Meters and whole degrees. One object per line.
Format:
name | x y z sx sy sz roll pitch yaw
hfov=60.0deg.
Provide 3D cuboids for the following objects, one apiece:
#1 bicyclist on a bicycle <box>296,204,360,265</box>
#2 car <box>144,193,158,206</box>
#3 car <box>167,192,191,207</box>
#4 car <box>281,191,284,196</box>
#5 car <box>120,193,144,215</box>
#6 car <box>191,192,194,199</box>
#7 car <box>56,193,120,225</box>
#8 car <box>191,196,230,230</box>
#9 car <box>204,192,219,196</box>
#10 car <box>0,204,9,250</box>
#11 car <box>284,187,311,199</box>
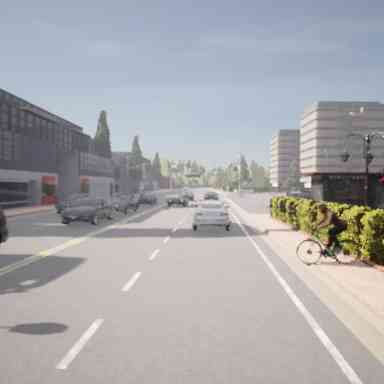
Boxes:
bicyclist on a bicycle | 3.595 1.134 8.777 1.656 1.620 0.582 0 1 4
car | -5.012 0.816 36.267 1.895 1.301 4.718 1 1 4
car | -1.465 0.861 35.569 1.895 1.301 4.718 1 1 4
car | 17.448 0.168 55.823 4.605 1.855 1.932 1 1 2
car | -5.566 0.916 26.332 2.128 1.511 4.902 1 1 3
car | -0.707 0.596 48.900 1.895 1.301 4.718 1 1 4
car | -6.045 1.048 19.725 1.837 1.490 4.892 1 1 3
car | 1.057 1.165 18.029 1.812 1.442 4.674 1 1 3
car | 2.481 0.675 42.739 1.812 1.442 4.674 1 1 3
car | -6.736 1.000 7.813 2.150 2.045 5.566 1 1 3
car | 17.300 0.228 52.933 3.866 1.878 1.905 1 1 2
